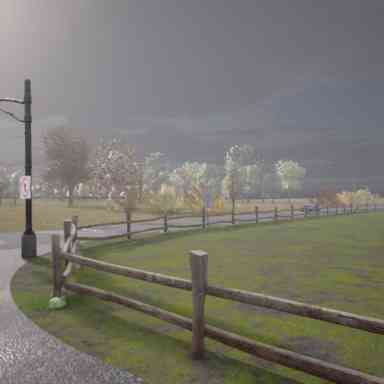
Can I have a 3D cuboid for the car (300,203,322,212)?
[{"bbox_3d":[18.971,2.448,52.927,2.033,1.411,5.357,-1,-2,40],"label":"car"}]
